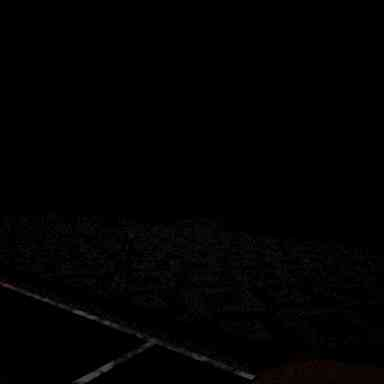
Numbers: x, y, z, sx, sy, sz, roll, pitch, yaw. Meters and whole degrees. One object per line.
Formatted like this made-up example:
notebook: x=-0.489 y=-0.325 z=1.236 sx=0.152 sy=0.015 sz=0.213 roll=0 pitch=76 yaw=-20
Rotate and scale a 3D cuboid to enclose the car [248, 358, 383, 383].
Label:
car: x=2.285 y=1.550 z=1.333 sx=4.829 sy=1.417 sz=1.752 roll=1 pitch=1 yaw=35
